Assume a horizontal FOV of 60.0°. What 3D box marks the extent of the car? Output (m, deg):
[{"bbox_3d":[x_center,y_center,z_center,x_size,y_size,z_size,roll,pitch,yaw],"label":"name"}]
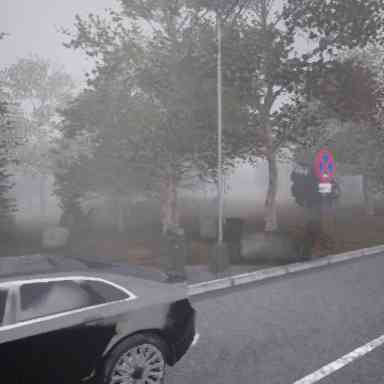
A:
[{"bbox_3d":[-2.214,1.494,3.362,4.902,1.511,2.128,-1,0,-35],"label":"car"}]
